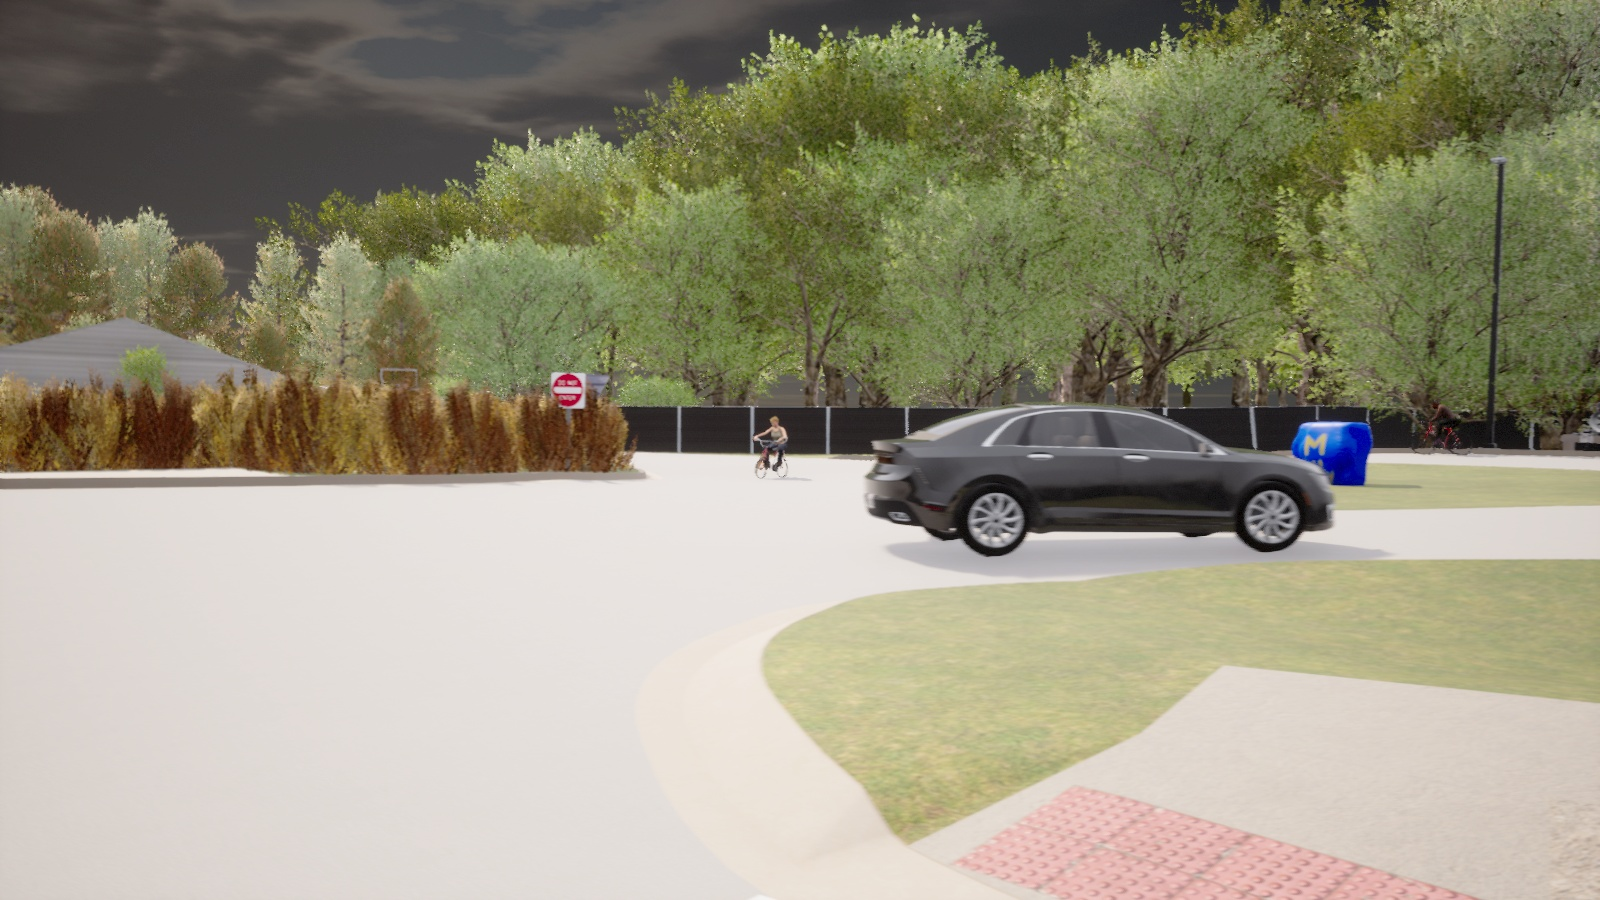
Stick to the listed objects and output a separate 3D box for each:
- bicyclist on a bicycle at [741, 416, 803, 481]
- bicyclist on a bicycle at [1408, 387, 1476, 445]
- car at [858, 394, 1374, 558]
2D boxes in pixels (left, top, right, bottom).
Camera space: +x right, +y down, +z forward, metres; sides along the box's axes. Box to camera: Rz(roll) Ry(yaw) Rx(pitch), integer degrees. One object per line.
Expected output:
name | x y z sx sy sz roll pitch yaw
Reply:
bicyclist on a bicycle | -0.713 -0.047 32.302 0.866 1.612 1.509 2 2 33
bicyclist on a bicycle | 18.408 -0.958 36.015 1.656 1.620 0.582 0 3 38
car | 3.201 0.212 13.131 4.892 1.490 1.837 -1 1 -9
